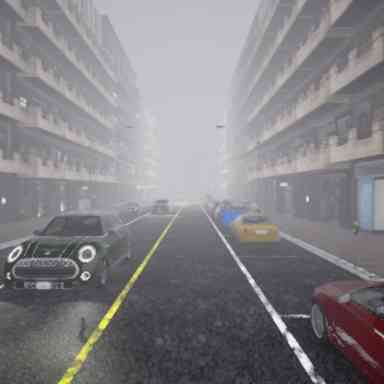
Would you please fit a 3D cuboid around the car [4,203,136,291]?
[{"bbox_3d":[-3.059,1.342,9.139,2.097,1.767,4.553,0,0,1],"label":"car"}]

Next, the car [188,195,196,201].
[{"bbox_3d":[-0.011,1.491,86.208,2.033,1.411,5.357,0,0,0],"label":"car"}]

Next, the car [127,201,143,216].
[{"bbox_3d":[-5.703,1.560,32.029,1.802,1.307,4.206,-1,0,0],"label":"car"}]

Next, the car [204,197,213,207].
[{"bbox_3d":[2.676,1.560,37.713,1.802,1.307,4.206,-1,0,0],"label":"car"}]

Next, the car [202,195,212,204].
[{"bbox_3d":[2.675,1.522,43.397,1.887,1.381,4.507,-1,0,0],"label":"car"}]

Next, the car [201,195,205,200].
[{"bbox_3d":[2.675,1.561,49.082,1.802,1.307,4.206,-1,0,0],"label":"car"}]

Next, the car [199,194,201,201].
[{"bbox_3d":[2.666,1.314,83.191,2.192,1.841,5.009,-1,0,0],"label":"car"}]

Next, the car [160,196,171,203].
[{"bbox_3d":[-5.710,1.532,71.823,1.887,1.381,4.507,-1,0,0],"label":"car"}]

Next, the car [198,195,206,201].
[{"bbox_3d":[2.668,1.531,89.045,1.752,1.417,4.829,-1,0,0],"label":"car"}]

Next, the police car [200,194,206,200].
[{"bbox_3d":[2.992,1.408,61.114,1.930,1.638,5.238,0,0,0],"label":"police car"}]

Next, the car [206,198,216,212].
[{"bbox_3d":[2.677,1.544,32.028,1.947,1.339,4.313,-1,0,0],"label":"car"}]

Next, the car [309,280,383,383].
[{"bbox_3d":[2.682,1.578,3.603,1.802,1.307,4.206,-1,0,0],"label":"car"}]

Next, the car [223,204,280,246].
[{"bbox_3d":[2.679,1.512,15.143,1.752,1.417,4.829,-1,0,0],"label":"car"}]

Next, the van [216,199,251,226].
[{"bbox_3d":[2.676,1.324,20.658,1.690,1.788,3.998,-1,0,0],"label":"van"}]

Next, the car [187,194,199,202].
[{"bbox_3d":[-0.010,1.208,74.772,2.097,1.767,4.553,0,0,0],"label":"car"}]

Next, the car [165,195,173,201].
[{"bbox_3d":[-5.711,1.543,83.193,1.887,1.381,4.507,-1,0,0],"label":"car"}]

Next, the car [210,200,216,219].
[{"bbox_3d":[2.678,1.562,26.343,1.802,1.307,4.206,-1,0,0],"label":"car"}]

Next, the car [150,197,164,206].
[{"bbox_3d":[-5.707,1.505,54.599,1.752,1.417,4.829,-1,0,0],"label":"car"}]

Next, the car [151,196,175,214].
[{"bbox_3d":[-3.097,1.483,34.457,1.837,1.490,4.892,0,0,0],"label":"car"}]

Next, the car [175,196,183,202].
[{"bbox_3d":[-3.010,1.512,75.588,2.033,1.411,5.357,0,0,0],"label":"car"}]
